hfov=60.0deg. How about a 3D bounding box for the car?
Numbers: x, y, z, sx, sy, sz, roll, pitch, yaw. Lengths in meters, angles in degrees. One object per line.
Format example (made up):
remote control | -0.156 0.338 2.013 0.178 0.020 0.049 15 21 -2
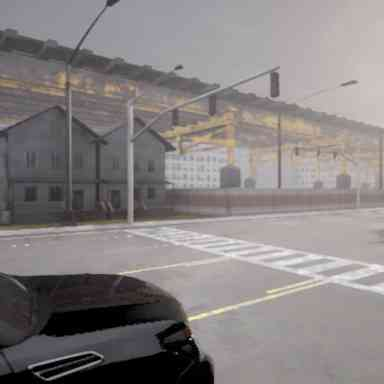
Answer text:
car | -2.464 1.224 2.032 5.566 2.045 2.150 0 0 -35
